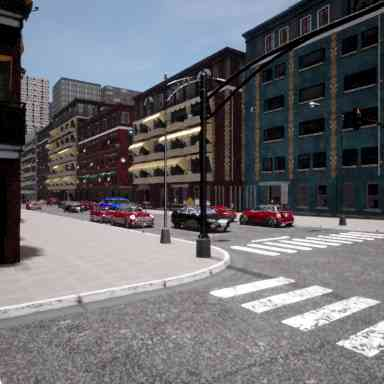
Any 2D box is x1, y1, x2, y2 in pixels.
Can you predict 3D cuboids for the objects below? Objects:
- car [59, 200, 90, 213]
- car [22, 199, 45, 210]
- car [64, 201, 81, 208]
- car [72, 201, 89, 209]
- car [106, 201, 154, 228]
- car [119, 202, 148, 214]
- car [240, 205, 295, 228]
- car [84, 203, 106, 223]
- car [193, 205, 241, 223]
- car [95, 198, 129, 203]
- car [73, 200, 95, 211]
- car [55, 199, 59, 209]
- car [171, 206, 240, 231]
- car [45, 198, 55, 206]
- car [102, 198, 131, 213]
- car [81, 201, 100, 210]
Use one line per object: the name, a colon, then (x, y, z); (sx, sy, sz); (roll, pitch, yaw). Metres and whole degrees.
car: (-15.885, 2.042, 44.920); (2.128, 1.511, 4.902); (0, -1, -35)
car: (-26.664, 2.171, 55.897); (1.967, 1.590, 4.097); (-1, 0, -35)
car: (-23.410, 2.378, 64.981); (1.947, 1.339, 4.313); (-1, 0, -35)
car: (-20.223, 2.326, 60.439); (1.802, 1.307, 4.206); (-1, 0, -35)
car: (-4.358, 1.694, 24.099); (1.967, 1.590, 4.097); (-1, 0, -35)
car: (-7.477, 2.038, 42.269); (1.947, 1.339, 4.313); (-1, 0, -35)
car: (5.274, 1.639, 24.106); (1.967, 1.590, 4.097); (-1, 0, -35)
car: (-7.543, 1.904, 28.641); (1.802, 1.307, 4.206); (-1, 0, -35)
car: (2.086, 1.849, 28.645); (1.802, 1.307, 4.206); (-1, 0, -35)
car: (-7.221, 1.583, 32.493); (2.150, 2.045, 5.566); (0, -1, -35)
car: (-16.722, 2.101, 51.170); (1.882, 1.535, 5.008); (0, -1, -35)
car: (-22.611, 2.312, 59.564); (1.994, 1.385, 4.181); (0, -1, -35)
car: (0.453, 1.690, 21.545); (2.128, 1.511, 4.902); (0, -1, -35)
car: (-32.973, 2.329, 78.609); (2.192, 1.841, 5.009); (-1, 0, -35)
car: (-10.668, 1.856, 46.813); (2.192, 1.841, 5.009); (-1, 0, -35)
car: (-17.036, 2.259, 55.897); (1.802, 1.307, 4.206); (-1, 0, -35)
